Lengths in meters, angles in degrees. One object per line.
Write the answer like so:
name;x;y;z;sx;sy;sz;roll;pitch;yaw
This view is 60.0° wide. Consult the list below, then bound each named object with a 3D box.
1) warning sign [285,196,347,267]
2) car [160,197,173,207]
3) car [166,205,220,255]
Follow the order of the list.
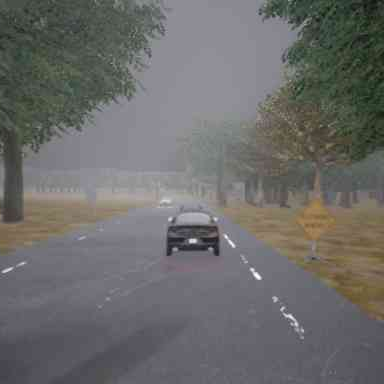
warning sign;3.577;1.104;9.710;1.300;1.860;1.060;3;3;0
car;-4.039;1.512;52.228;1.812;1.442;4.674;0;0;-1
car;0.036;1.462;13.206;1.882;1.535;5.008;0;-1;0
